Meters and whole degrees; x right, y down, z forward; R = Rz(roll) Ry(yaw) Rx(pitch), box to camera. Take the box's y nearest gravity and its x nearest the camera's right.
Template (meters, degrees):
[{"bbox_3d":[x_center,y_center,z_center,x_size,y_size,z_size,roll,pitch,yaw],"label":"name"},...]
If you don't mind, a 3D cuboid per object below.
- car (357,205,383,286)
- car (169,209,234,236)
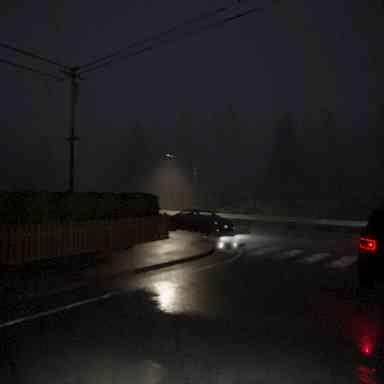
[{"bbox_3d":[6.104,1.373,9.097,2.150,2.045,5.566,1,0,37],"label":"car"},{"bbox_3d":[0.442,1.725,19.688,4.181,1.385,1.994,0,-1,44],"label":"car"}]
